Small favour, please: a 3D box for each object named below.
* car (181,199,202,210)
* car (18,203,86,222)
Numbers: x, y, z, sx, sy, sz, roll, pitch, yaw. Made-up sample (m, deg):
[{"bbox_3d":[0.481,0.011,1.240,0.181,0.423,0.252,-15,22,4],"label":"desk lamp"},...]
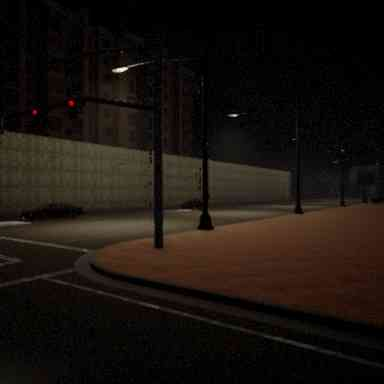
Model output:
[{"bbox_3d":[0.347,1.681,45.264,1.994,1.385,4.181,0,0,36],"label":"car"},{"bbox_3d":[-11.776,1.665,28.407,2.033,1.411,5.357,0,0,35],"label":"car"}]
